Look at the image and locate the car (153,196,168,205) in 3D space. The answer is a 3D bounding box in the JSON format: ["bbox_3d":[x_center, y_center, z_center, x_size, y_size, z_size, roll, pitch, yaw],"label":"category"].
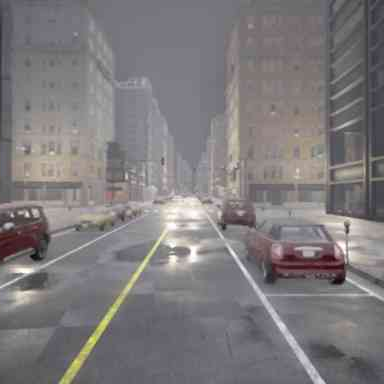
[{"bbox_3d":[-5.846,1.540,59.101,1.887,1.381,4.507,1,0,0],"label":"car"}]

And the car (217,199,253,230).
[{"bbox_3d":[2.679,1.313,20.823,2.192,1.841,5.009,1,0,0],"label":"car"}]

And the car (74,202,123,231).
[{"bbox_3d":[-5.849,1.523,20.663,1.752,1.417,4.829,1,0,0],"label":"car"}]

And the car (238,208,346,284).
[{"bbox_3d":[2.677,1.439,9.574,1.967,1.590,4.097,1,0,0],"label":"car"}]

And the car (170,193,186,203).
[{"bbox_3d":[-2.995,1.221,70.101,2.150,2.045,5.566,0,0,0],"label":"car"}]

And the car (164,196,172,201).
[{"bbox_3d":[-5.844,1.579,81.793,1.802,1.307,4.206,1,0,0],"label":"car"}]

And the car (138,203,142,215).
[{"bbox_3d":[-5.848,1.522,31.912,1.752,1.417,4.829,1,0,0],"label":"car"}]

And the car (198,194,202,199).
[{"bbox_3d":[2.680,1.577,64.765,1.802,1.307,4.206,1,0,0],"label":"car"}]

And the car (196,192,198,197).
[{"bbox_3d":[2.684,1.312,81.785,2.192,1.841,5.009,1,0,0],"label":"car"}]

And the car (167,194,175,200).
[{"bbox_3d":[-5.842,1.440,93.139,1.967,1.590,4.097,1,0,0],"label":"car"}]

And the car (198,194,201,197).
[{"bbox_3d":[2.680,1.577,70.439,1.802,1.307,4.206,1,0,0],"label":"car"}]

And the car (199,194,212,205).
[{"bbox_3d":[2.680,1.577,59.092,1.802,1.307,4.206,1,0,0],"label":"car"}]

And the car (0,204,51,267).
[{"bbox_3d":[-5.847,1.314,9.583,2.192,1.841,5.009,1,0,0],"label":"car"}]

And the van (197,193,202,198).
[{"bbox_3d":[2.683,1.337,76.112,1.690,1.788,3.998,1,0,0],"label":"van"}]

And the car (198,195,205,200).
[{"bbox_3d":[2.682,1.582,93.132,1.802,1.307,4.206,1,0,0],"label":"car"}]

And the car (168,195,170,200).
[{"bbox_3d":[-5.845,1.540,64.775,1.887,1.381,4.507,1,0,0],"label":"car"}]

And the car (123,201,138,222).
[{"bbox_3d":[-5.848,1.542,26.457,1.887,1.381,4.507,1,0,0],"label":"car"}]
